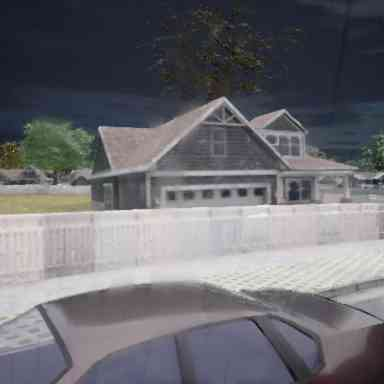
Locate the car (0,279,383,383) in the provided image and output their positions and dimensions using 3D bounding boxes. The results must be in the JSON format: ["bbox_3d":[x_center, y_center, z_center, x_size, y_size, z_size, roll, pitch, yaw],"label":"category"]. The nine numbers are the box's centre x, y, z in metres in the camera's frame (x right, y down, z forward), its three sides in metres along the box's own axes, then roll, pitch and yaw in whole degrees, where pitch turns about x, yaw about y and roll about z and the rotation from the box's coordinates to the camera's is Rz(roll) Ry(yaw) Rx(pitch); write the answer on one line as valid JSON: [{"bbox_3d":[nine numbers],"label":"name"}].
[{"bbox_3d":[-0.520,1.529,2.502,5.357,1.411,2.033,0,0,-34],"label":"car"}]
